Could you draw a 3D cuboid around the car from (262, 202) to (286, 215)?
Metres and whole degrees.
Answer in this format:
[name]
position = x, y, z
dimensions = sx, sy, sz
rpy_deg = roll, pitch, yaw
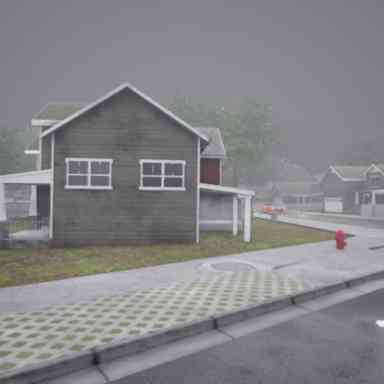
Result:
[car]
position = 11.462, 2.254, 46.530
dimensions = 2.097, 1.767, 4.553
rpy_deg = 1, -2, -7
